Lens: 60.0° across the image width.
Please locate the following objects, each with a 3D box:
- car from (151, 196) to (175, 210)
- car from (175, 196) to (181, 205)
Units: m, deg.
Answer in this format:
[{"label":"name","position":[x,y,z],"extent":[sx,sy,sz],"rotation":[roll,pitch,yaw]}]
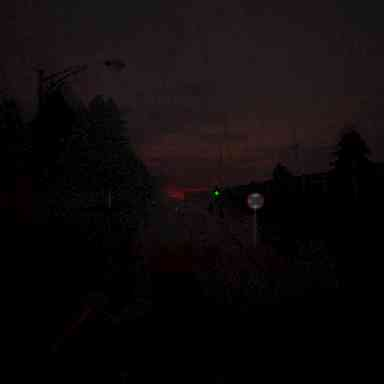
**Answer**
[{"label":"car","position":[-4.344,1.613,48.312],"extent":[2.097,1.767,4.553],"rotation":[0,-1,7]},{"label":"car","position":[-3.989,1.928,71.171],"extent":[1.837,1.490,4.892],"rotation":[0,0,0]}]
